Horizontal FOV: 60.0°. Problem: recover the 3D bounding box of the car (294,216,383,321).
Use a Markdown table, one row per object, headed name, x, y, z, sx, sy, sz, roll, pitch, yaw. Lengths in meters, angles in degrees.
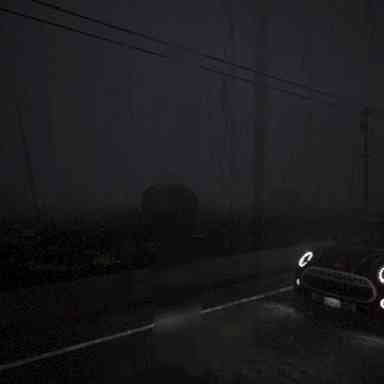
| name | x | y | z | sx | sy | sz | roll | pitch | yaw |
| --- | --- | --- | --- | --- | --- | --- | --- | --- | --- |
| car | 4.270 | 1.352 | 7.204 | 4.553 | 1.767 | 2.097 | 0 | 0 | -37 |
